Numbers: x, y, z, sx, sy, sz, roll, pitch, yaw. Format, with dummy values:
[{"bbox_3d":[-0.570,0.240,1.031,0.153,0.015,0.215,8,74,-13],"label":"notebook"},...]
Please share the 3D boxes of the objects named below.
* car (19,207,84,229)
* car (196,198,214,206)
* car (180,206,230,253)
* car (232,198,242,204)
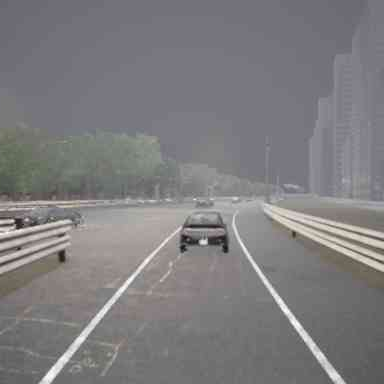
[{"bbox_3d":[-8.542,1.583,20.432,1.994,1.385,4.181,0,-1,17],"label":"car"},{"bbox_3d":[2.167,1.741,54.426,2.097,1.767,4.553,0,-1,18],"label":"car"},{"bbox_3d":[0.579,1.573,14.180,2.128,1.511,4.902,0,0,4],"label":"car"},{"bbox_3d":[11.201,2.252,83.087,2.128,1.511,4.902,0,-1,17],"label":"car"}]
